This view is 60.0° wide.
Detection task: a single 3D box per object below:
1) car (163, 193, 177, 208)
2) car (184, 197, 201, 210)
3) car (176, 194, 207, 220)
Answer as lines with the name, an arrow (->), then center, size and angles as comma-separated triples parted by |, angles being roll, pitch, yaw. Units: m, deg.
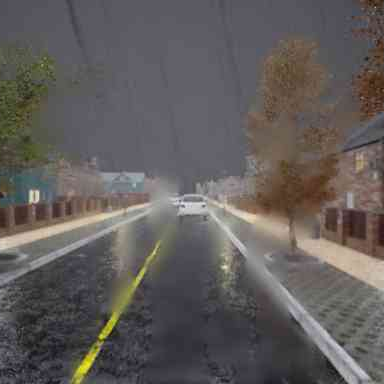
car -> -2.841, 1.221, 47.570 | 2.150, 2.045, 5.566 | 0, 0, 0
car -> 0.093, 1.486, 44.303 | 2.128, 1.511, 4.902 | 0, 0, 0
car -> 0.095, 1.209, 27.696 | 2.150, 2.045, 5.566 | 0, 0, 0
